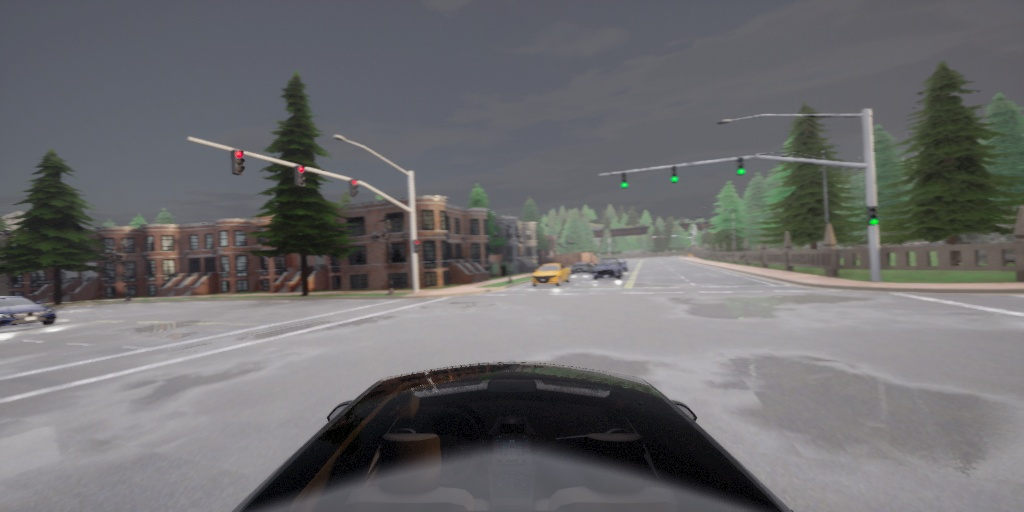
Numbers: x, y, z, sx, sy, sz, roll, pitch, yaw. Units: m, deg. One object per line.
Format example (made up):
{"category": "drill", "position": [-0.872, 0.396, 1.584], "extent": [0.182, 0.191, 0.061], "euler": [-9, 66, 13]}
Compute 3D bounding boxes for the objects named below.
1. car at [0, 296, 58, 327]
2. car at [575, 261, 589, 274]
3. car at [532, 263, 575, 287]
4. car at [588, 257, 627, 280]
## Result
{"category": "car", "position": [-23.236, 2.587, 16.348], "extent": [4.674, 1.442, 1.812], "euler": [-3, -1, 17]}
{"category": "car", "position": [7.462, 1.239, 38.146], "extent": [1.994, 1.385, 4.181], "euler": [-3, 0, 21]}
{"category": "car", "position": [2.885, 1.284, 25.882], "extent": [1.882, 1.535, 5.008], "euler": [-3, -1, 21]}
{"category": "car", "position": [7.871, 0.931, 29.245], "extent": [2.097, 1.767, 4.553], "euler": [-3, -1, 21]}
